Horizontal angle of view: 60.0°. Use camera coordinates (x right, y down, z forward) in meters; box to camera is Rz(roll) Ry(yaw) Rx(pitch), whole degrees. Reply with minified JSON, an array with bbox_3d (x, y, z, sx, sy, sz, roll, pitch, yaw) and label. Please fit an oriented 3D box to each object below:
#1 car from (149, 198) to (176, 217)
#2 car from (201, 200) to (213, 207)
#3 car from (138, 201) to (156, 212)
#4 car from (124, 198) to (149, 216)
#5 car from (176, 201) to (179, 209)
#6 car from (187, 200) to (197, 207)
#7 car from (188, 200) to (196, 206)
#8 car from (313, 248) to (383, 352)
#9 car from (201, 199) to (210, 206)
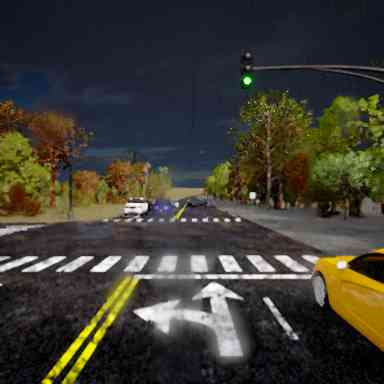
[{"bbox_3d":[-3.355,1.729,38.744,2.150,2.045,5.566,0,-1,0],"label":"car"},{"bbox_3d":[3.266,2.403,69.201,2.128,1.511,4.902,0,-1,0],"label":"car"},{"bbox_3d":[-6.603,2.126,49.418,1.882,1.535,5.008,0,0,0],"label":"car"},{"bbox_3d":[-6.605,1.743,39.735,2.150,2.045,5.566,0,-1,0],"label":"car"},{"bbox_3d":[-3.352,2.237,48.503,1.895,1.301,4.718,0,-1,0],"label":"car"},{"bbox_3d":[0.034,2.477,69.876,1.994,1.385,4.181,0,-1,0],"label":"car"},{"bbox_3d":[-0.009,2.645,79.697,1.895,1.301,4.718,0,-1,0],"label":"car"},{"bbox_3d":[3.365,1.508,4.736,1.882,1.535,5.008,0,0,0],"label":"car"},{"bbox_3d":[3.241,2.492,79.355,2.033,1.411,5.357,0,-1,0],"label":"car"}]
